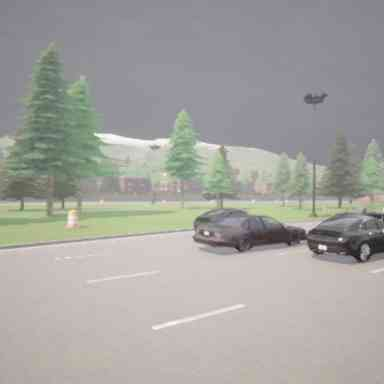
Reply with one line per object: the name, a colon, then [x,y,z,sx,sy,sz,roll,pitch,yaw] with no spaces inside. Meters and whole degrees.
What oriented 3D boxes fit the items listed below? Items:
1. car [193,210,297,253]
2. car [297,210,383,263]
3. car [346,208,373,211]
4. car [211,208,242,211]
car: [2.628,1.674,14.318,5.357,1.411,2.033,1,0,-35]
car: [6.430,1.659,12.702,4.892,1.490,1.837,0,0,-35]
car: [13.864,1.929,27.017,4.718,1.301,1.895,1,0,-35]
car: [2.329,1.659,18.446,4.892,1.490,1.837,0,0,-38]
